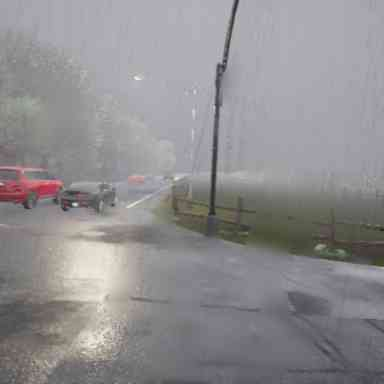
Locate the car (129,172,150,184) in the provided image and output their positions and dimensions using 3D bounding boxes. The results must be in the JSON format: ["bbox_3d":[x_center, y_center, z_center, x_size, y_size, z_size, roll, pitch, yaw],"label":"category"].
[{"bbox_3d":[-8.388,-2.249,51.746,2.097,1.767,4.553,3,4,2],"label":"car"}]

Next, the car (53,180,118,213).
[{"bbox_3d":[-5.264,0.152,17.536,1.837,1.490,4.892,3,4,0],"label":"car"}]

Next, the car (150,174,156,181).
[{"bbox_3d":[-8.342,-2.930,65.988,2.033,1.411,5.357,3,4,0],"label":"car"}]

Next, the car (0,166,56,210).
[{"bbox_3d":[-8.746,-0.293,17.613,2.150,2.045,5.566,3,4,0],"label":"car"}]

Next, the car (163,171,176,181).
[{"bbox_3d":[-4.697,-3.294,69.240,2.150,2.045,5.566,3,4,0],"label":"car"}]
